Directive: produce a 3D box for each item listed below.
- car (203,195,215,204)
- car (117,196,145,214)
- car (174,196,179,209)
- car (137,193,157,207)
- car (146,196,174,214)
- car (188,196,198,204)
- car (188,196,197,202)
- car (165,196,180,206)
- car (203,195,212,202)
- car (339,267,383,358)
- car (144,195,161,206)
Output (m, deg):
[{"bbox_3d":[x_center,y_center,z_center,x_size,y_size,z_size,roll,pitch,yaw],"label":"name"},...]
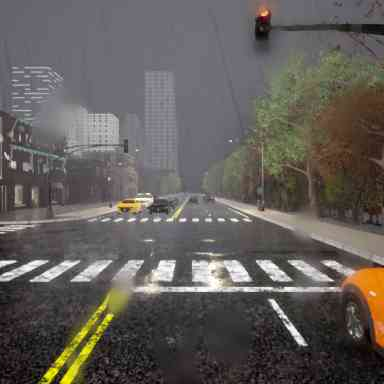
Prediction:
[{"bbox_3d":[3.500,1.467,64.714,2.128,1.511,4.902,0,0,0],"label":"car"},{"bbox_3d":[-6.511,1.467,34.811,1.882,1.535,5.008,0,0,0],"label":"car"},{"bbox_3d":[-3.234,1.548,44.915,1.994,1.385,4.181,0,0,0],"label":"car"},{"bbox_3d":[-6.484,1.206,44.831,2.150,2.045,5.566,0,0,0],"label":"car"},{"bbox_3d":[-3.263,1.467,34.823,1.882,1.535,5.008,0,0,0],"label":"car"},{"bbox_3d":[0.251,1.523,64.439,2.033,1.411,5.357,0,0,1],"label":"car"},{"bbox_3d":[0.180,1.565,74.932,1.895,1.301,4.718,0,0,0],"label":"car"},{"bbox_3d":[-3.204,1.472,54.943,2.128,1.511,4.902,0,0,0],"label":"car"},{"bbox_3d":[3.430,1.447,74.879,1.882,1.535,5.008,0,0,0],"label":"car"},{"bbox_3d":[3.359,1.351,3.399,2.097,1.767,4.553,0,0,0],"label":"car"},{"bbox_3d":[-6.455,1.332,54.791,2.097,1.767,4.553,0,0,0],"label":"car"}]
